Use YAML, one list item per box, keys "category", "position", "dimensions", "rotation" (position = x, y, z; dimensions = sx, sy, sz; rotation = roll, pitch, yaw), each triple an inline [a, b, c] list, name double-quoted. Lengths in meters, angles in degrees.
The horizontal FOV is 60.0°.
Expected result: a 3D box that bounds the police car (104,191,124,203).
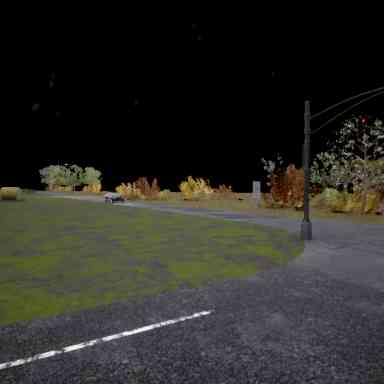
- category: "police car"
  position: [-11.650, 0.744, 49.720]
  dimensions: [1.930, 1.638, 5.238]
  rotation: [1, 0, -32]
